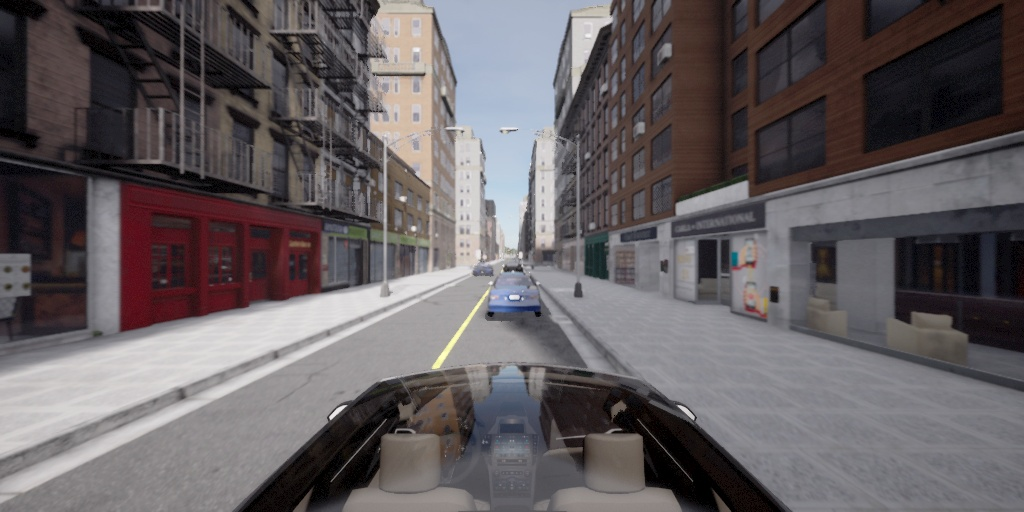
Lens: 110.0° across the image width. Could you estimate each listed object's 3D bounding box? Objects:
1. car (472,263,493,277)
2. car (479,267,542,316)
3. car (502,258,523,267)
[{"bbox_3d":[-2.853,1.367,36.401,1.994,1.385,4.181,0,0,0],"label":"car"},{"bbox_3d":[0.082,1.316,13.508,2.033,1.411,5.357,0,0,0],"label":"car"},{"bbox_3d":[0.090,1.279,35.137,1.882,1.535,5.008,0,0,0],"label":"car"}]
